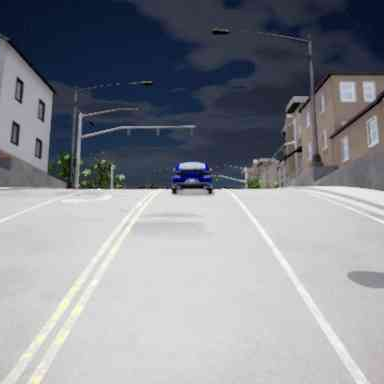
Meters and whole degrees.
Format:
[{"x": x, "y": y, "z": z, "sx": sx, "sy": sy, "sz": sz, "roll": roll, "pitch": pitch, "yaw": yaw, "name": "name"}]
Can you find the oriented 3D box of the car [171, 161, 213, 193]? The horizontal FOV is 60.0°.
[{"x": 0.024, "y": -0.793, "z": 16.848, "sx": 1.882, "sy": 1.535, "sz": 5.008, "roll": 0, "pitch": 4, "yaw": 1, "name": "car"}]
